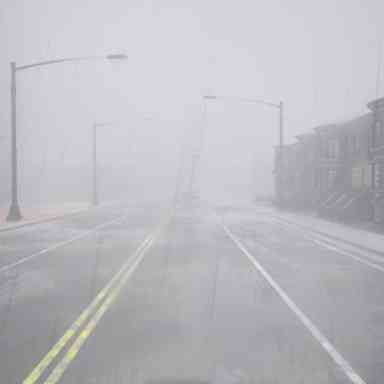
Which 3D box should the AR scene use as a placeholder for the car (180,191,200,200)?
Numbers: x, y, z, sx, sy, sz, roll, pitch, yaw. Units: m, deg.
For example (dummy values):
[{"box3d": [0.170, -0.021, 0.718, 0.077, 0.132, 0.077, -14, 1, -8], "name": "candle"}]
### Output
[{"box3d": [-0.410, 0.626, 64.054, 2.097, 1.767, 4.553, -1, 1, -34], "name": "car"}]
